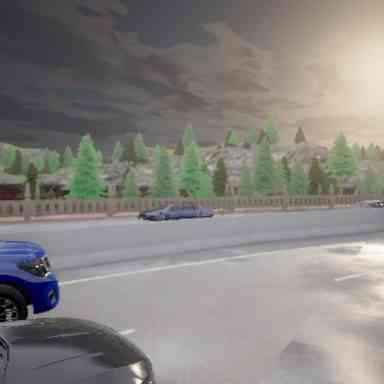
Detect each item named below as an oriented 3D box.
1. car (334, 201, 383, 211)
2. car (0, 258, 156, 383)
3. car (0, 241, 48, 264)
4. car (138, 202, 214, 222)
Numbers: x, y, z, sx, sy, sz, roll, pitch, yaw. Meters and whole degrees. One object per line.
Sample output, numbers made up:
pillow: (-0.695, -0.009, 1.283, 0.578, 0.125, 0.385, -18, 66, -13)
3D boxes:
car: (11.557, 1.288, 21.775, 5.357, 1.411, 2.033, -1, 0, -22)
car: (-2.494, 1.517, 1.831, 4.892, 1.490, 1.837, -1, 0, -36)
car: (-4.825, 1.235, 4.485, 5.566, 2.045, 2.150, -1, 0, -36)
car: (-1.053, 1.401, 23.540, 5.357, 1.411, 2.033, -1, 0, -28)
